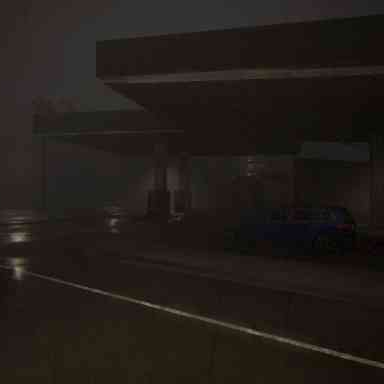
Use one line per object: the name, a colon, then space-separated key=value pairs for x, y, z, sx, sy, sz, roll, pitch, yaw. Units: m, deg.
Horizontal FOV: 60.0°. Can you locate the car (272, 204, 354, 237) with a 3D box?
car: x=6.567 y=1.456 z=18.137 sx=3.806 sy=1.475 sz=1.970 roll=0 pitch=0 yaw=35

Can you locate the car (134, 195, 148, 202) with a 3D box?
car: x=-10.711 y=1.525 z=75.717 sx=4.902 sy=1.511 sz=2.128 roll=0 pitch=0 yaw=-27

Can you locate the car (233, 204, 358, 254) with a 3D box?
car: x=3.886 y=1.295 z=12.999 sx=4.611 sy=1.667 sz=2.242 roll=0 pitch=0 yaw=35
